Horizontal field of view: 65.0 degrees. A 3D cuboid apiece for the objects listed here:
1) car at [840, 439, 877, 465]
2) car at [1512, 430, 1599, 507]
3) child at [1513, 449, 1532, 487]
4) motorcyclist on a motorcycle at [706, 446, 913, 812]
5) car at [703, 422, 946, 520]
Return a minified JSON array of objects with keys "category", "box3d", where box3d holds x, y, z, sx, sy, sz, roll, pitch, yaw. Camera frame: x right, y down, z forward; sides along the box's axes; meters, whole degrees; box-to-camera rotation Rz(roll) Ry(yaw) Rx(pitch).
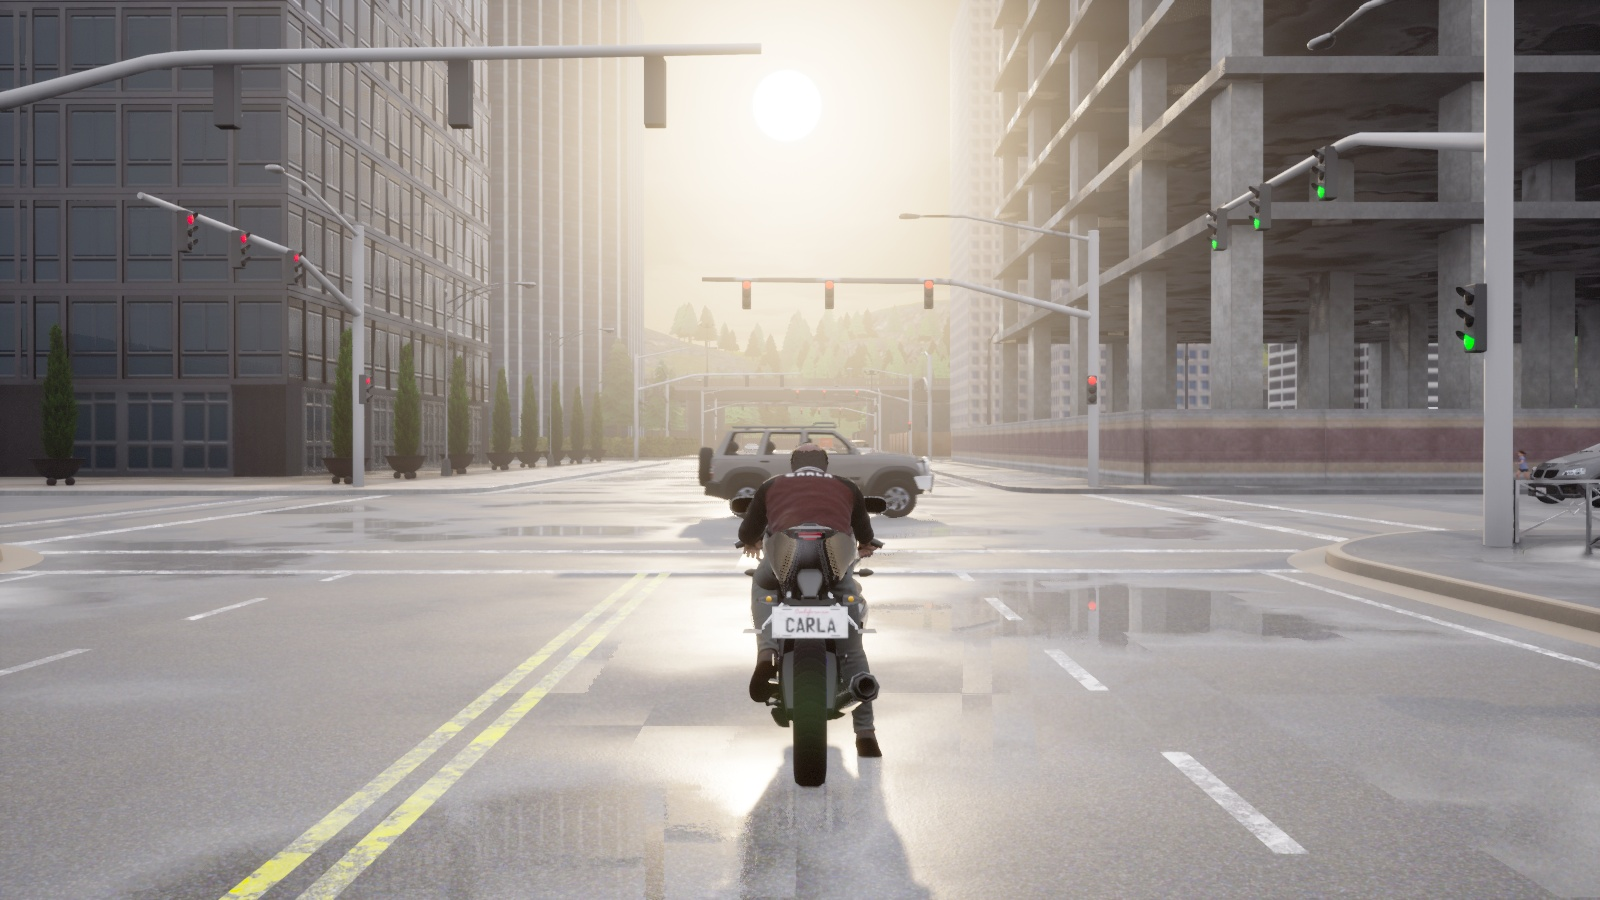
[{"category":"car","box3d":[3.933,0.114,85.024,2.242,1.667,4.611,0,0,0]},{"category":"car","box3d":[19.038,0.390,28.397,4.611,1.667,2.242,0,0,0]},{"category":"child","box3d":[21.169,0.538,36.805,0.394,1.110,0.255,0,0,3]},{"category":"motorcyclist on a motorcycle","box3d":[0.046,0.746,6.351,0.866,1.530,2.191,0,0,0]},{"category":"car","box3d":[0.455,0.393,24.826,4.605,1.855,1.932,0,0,-1]}]
